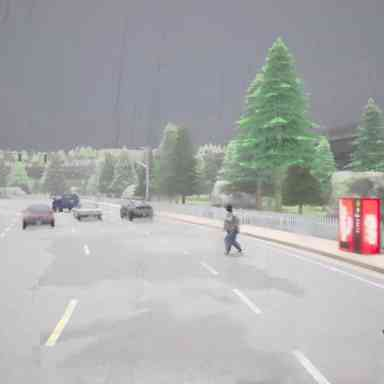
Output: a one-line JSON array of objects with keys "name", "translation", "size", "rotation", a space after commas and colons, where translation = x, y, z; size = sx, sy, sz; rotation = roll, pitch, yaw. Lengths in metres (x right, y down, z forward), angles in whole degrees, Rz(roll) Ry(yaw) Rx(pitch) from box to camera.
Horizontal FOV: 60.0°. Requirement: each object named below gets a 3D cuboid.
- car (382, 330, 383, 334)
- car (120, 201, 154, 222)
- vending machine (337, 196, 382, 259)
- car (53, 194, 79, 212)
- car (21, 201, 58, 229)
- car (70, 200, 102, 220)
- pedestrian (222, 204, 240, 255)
[{"name": "car", "translation": [3.373, 1.601, 1.984], "size": [1.895, 1.301, 4.718], "rotation": [0, 0, -3]}, {"name": "car", "translation": [-4.518, 1.491, 26.817], "size": [2.128, 1.511, 4.902], "rotation": [0, 0, -24]}, {"name": "vending machine", "translation": [5.851, 1.195, 11.670], "size": [1.100, 2.100, 0.880], "rotation": [0, 0, -15]}, {"name": "car", "translation": [-14.571, 1.227, 38.367], "size": [2.150, 2.045, 5.566], "rotation": [0, 0, -34]}, {"name": "car", "translation": [-10.032, 1.525, 21.779], "size": [1.812, 1.442, 4.674], "rotation": [0, 0, -25]}, {"name": "car", "translation": [-8.923, 1.600, 28.148], "size": [1.895, 1.301, 4.718], "rotation": [0, 0, -25]}, {"name": "pedestrian", "translation": [1.384, 1.293, 11.812], "size": [0.375, 1.860, 0.375], "rotation": [0, 0, -16]}]
